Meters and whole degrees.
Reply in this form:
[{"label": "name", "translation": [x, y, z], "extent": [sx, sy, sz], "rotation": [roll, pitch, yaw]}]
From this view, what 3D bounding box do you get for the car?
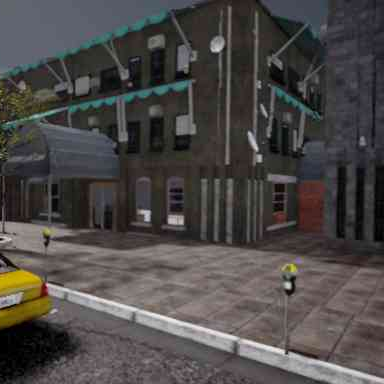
[{"label": "car", "translation": [-4.528, 1.527, 6.086], "extent": [4.829, 1.417, 1.752], "rotation": [0, 1, 36]}]
